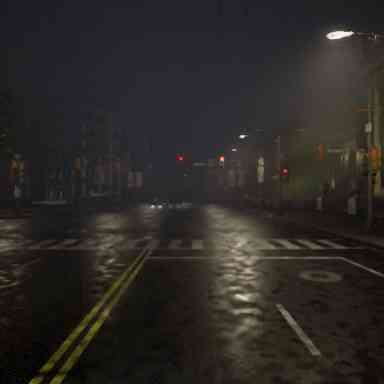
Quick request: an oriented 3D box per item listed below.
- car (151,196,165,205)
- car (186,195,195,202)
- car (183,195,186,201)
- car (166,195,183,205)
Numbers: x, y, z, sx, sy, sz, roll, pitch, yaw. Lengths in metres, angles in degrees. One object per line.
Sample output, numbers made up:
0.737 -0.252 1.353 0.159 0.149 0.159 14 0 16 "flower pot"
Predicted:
-6.967 1.994 66.334 1.895 1.301 4.718 0 0 0 "car"
-1.116 1.793 95.194 2.150 2.045 5.566 0 0 -29 "car"
-4.152 2.110 93.464 1.994 1.385 4.181 0 0 -29 "car"
-3.472 1.625 67.582 2.150 2.045 5.566 0 0 0 "car"
